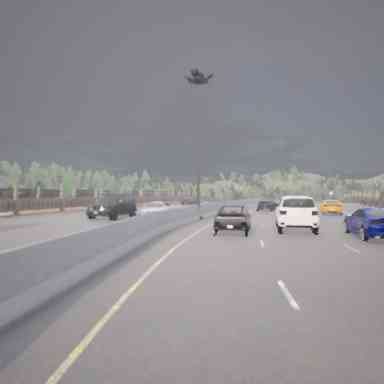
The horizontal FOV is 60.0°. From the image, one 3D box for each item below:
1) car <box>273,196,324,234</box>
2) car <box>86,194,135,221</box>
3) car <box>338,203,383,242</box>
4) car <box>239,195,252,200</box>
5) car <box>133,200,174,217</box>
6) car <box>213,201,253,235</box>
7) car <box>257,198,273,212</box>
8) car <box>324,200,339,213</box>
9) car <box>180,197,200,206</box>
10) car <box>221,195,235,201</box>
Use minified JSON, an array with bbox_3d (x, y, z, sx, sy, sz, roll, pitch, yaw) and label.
[{"bbox_3d":[6.080,1.245,19.610,2.150,2.045,5.566,0,0,13],"label":"car"},{"bbox_3d":[-6.494,1.191,27.578,2.150,2.045,5.566,0,0,16],"label":"car"},{"bbox_3d":[9.015,1.513,16.535,1.882,1.535,5.008,0,0,11],"label":"car"},{"bbox_3d":[10.594,1.449,66.016,2.097,1.767,4.553,0,0,20],"label":"car"},{"bbox_3d":[-2.820,1.510,27.627,1.812,1.442,4.674,0,0,16],"label":"car"},{"bbox_3d":[2.355,1.499,18.783,2.128,1.511,4.902,0,0,11],"label":"car"},{"bbox_3d":[9.104,1.538,40.484,1.837,1.490,4.892,0,0,19],"label":"car"},{"bbox_3d":[14.559,1.534,34.899,1.882,1.535,5.008,0,0,19],"label":"car"},{"bbox_3d":[-0.228,1.540,56.537,2.033,1.411,5.357,0,0,20],"label":"car"},{"bbox_3d":[7.255,1.346,67.068,2.097,1.767,4.553,0,0,20],"label":"car"}]
